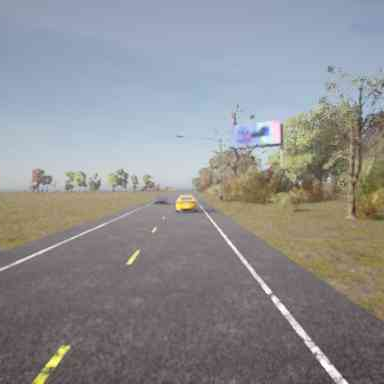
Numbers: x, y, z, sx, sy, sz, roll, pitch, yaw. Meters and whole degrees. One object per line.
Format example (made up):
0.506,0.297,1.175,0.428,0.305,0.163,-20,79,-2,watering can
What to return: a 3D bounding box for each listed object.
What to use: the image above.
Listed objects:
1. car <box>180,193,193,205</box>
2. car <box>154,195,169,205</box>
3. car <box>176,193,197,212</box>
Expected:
-0.770,0.929,48.382,1.882,1.535,5.008,-1,1,-1,car
-4.320,1.102,47.269,2.033,1.411,5.357,-1,1,-1,car
-0.525,1.108,32.591,1.882,1.535,5.008,-1,1,0,car
